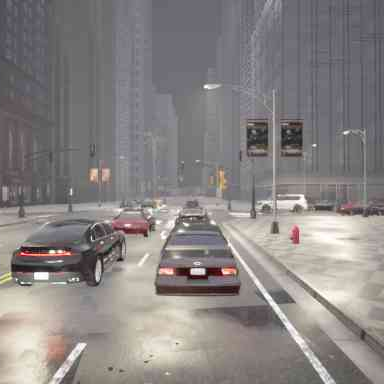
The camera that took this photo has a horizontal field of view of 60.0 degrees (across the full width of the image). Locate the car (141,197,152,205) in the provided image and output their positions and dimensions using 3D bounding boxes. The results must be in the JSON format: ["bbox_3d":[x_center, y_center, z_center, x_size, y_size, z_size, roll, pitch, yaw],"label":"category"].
[{"bbox_3d":[-9.703,1.901,71.129,1.812,1.442,4.674,0,0,0],"label":"car"}]

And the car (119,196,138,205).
[{"bbox_3d":[-9.841,1.731,50.763,1.837,1.490,4.892,0,0,-2],"label":"car"}]

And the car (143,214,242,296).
[{"bbox_3d":[0.112,1.557,8.796,2.033,1.411,5.357,0,0,0],"label":"car"}]

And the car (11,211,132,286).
[{"bbox_3d":[-3.144,1.515,9.381,1.837,1.490,4.892,0,0,0],"label":"car"}]

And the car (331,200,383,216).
[{"bbox_3d":[15.335,1.575,30.255,4.206,1.307,1.802,0,0,-1],"label":"car"}]

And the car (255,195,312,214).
[{"bbox_3d":[9.654,1.306,36.136,5.566,2.045,2.150,0,-1,3],"label":"car"}]

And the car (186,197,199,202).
[{"bbox_3d":[0.087,1.719,53.093,1.882,1.535,5.008,0,0,0],"label":"car"}]

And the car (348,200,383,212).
[{"bbox_3d":[20.851,1.641,38.863,4.313,1.339,1.947,0,0,-1],"label":"car"}]

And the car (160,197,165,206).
[{"bbox_3d":[-6.531,1.644,60.157,2.097,1.767,4.553,0,0,0],"label":"car"}]

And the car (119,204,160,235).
[{"bbox_3d":[-3.138,1.600,18.282,1.994,1.385,4.181,0,0,0],"label":"car"}]

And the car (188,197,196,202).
[{"bbox_3d":[0.060,2.097,91.255,1.994,1.385,4.181,0,0,0],"label":"car"}]

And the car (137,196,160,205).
[{"bbox_3d":[-6.561,1.775,50.875,2.033,1.411,5.357,0,0,0],"label":"car"}]

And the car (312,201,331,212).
[{"bbox_3d":[15.211,1.660,38.779,4.313,1.339,1.947,0,0,-1],"label":"car"}]

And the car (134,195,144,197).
[{"bbox_3d":[-9.777,1.518,60.783,2.150,2.045,5.566,0,0,0],"label":"car"}]

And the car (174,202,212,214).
[{"bbox_3d":[0.059,1.542,18.534,1.837,1.490,4.892,0,0,1],"label":"car"}]
